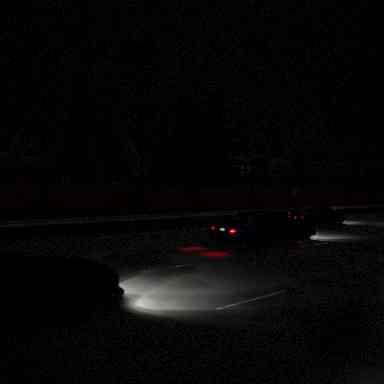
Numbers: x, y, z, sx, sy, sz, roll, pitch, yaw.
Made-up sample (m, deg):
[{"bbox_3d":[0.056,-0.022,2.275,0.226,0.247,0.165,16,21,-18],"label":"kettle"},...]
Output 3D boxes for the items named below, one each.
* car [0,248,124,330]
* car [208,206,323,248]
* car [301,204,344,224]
[{"bbox_3d":[-3.877,1.547,5.278,5.357,1.411,2.033,0,0,-36],"label":"car"},{"bbox_3d":[3.223,1.547,14.719,5.357,1.411,2.033,0,0,-36],"label":"car"},{"bbox_3d":[8.539,1.526,22.917,4.674,1.442,1.812,0,0,-36],"label":"car"}]
